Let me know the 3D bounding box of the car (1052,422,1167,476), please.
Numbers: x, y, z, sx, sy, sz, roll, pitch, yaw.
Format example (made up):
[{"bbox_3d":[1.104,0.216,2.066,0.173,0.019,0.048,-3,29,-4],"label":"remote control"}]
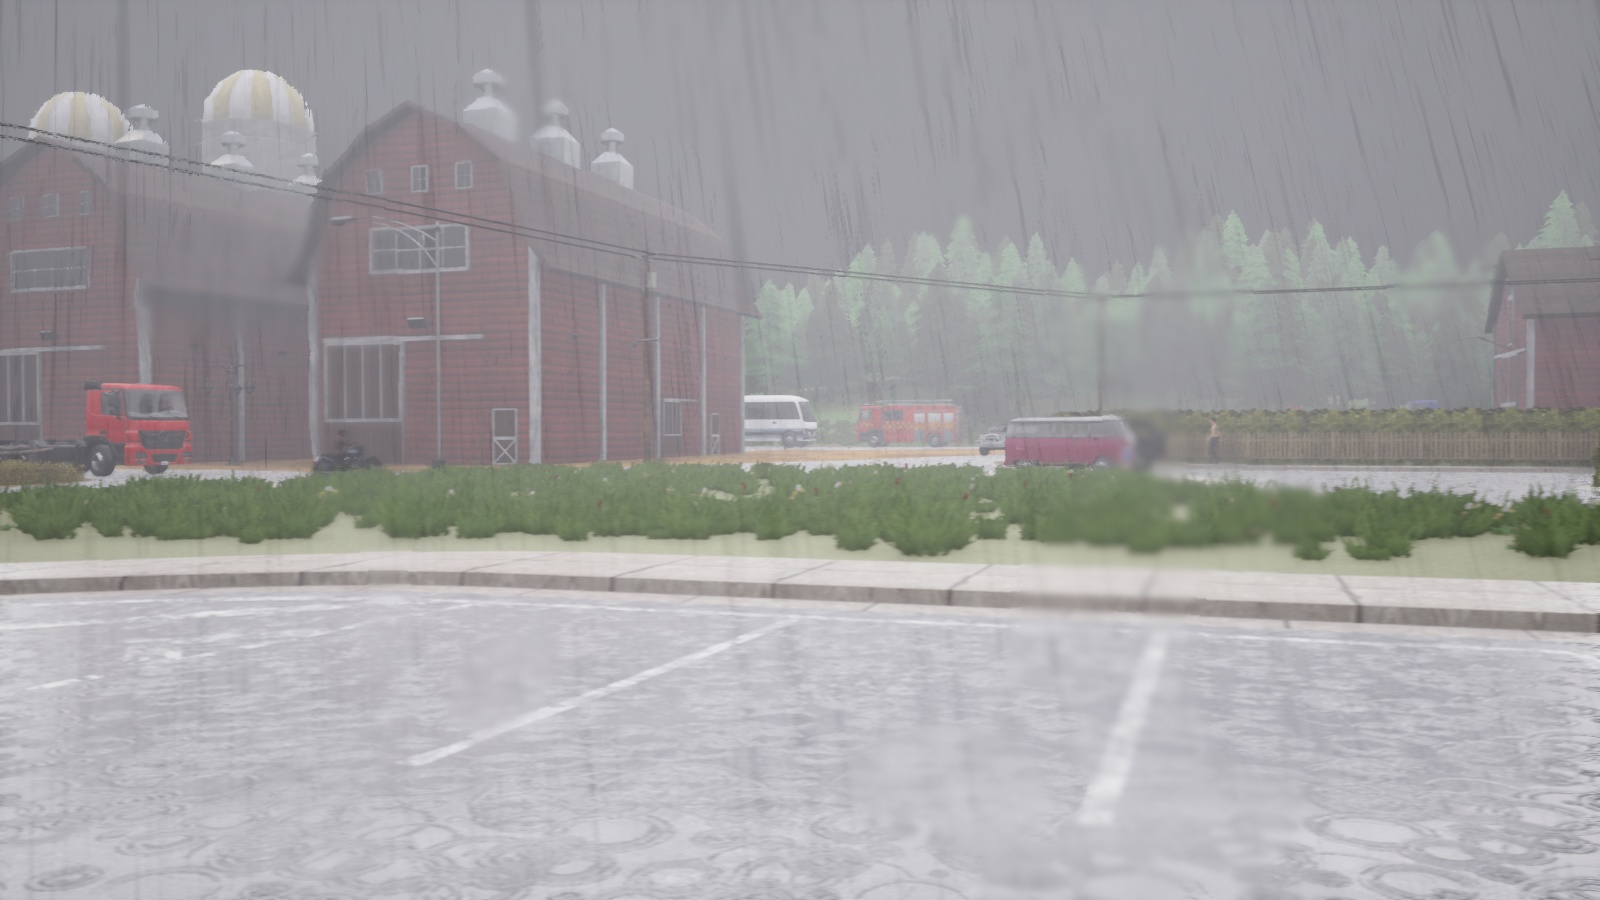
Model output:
[{"bbox_3d":[11.199,-0.063,45.414,3.866,1.878,1.905,1,1,19],"label":"car"}]

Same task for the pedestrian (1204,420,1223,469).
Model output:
[{"bbox_3d":[15.726,-0.224,47.775,0.594,1.836,0.345,1,1,37],"label":"pedestrian"}]

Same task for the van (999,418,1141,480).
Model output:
[{"bbox_3d":[9.136,-0.067,42.475,4.442,1.987,1.775,1,1,23],"label":"van"}]

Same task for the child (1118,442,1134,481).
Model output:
[{"bbox_3d":[9.261,0.326,35.666,0.255,1.110,0.394,0,1,-22],"label":"child"}]

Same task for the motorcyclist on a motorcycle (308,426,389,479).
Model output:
[{"bbox_3d":[-14.401,0.061,40.142,0.766,1.649,2.350,2,2,40],"label":"motorcyclist on a motorcycle"}]

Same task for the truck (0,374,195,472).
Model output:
[{"bbox_3d":[-26.837,-1.007,46.892,7.936,3.462,2.891,1,1,19],"label":"truck"}]

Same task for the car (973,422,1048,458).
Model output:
[{"bbox_3d":[11.304,-0.544,67.271,1.932,1.855,4.605,1,1,39],"label":"car"}]
